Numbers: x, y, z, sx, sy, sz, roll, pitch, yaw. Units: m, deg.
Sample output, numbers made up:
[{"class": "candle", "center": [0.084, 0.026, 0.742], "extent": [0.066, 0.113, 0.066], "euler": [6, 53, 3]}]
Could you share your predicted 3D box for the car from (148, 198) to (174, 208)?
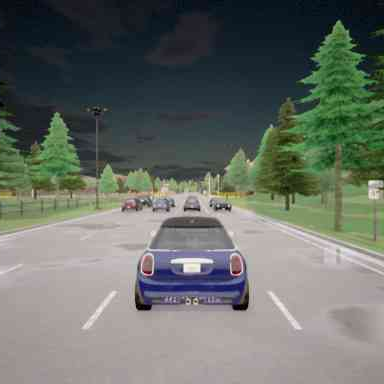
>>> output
[{"class": "car", "center": [-3.500, 1.536, 38.585], "extent": [2.033, 1.411, 5.357], "euler": [0, 0, 0]}]

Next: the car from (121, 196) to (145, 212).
[{"class": "car", "center": [-7.000, 1.514, 39.002], "extent": [1.812, 1.442, 4.674], "euler": [0, 0, 0]}]

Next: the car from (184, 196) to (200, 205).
[{"class": "car", "center": [0.000, 1.552, 38.969], "extent": [1.994, 1.385, 4.181], "euler": [0, 0, 0]}]

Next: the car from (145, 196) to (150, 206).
[{"class": "car", "center": [-7.000, 1.337, 48.975], "extent": [2.097, 1.767, 4.553], "euler": [0, 0, 0]}]

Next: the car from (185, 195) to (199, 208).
[{"class": "car", "center": [0.000, 1.337, 48.975], "extent": [2.097, 1.767, 4.553], "euler": [0, 0, 0]}]

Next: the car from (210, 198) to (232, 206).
[{"class": "car", "center": [3.500, 1.589, 39.032], "extent": [1.895, 1.301, 4.718], "euler": [0, 0, 0]}]

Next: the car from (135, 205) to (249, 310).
[{"class": "car", "center": [0.000, 1.350, 7.942], "extent": [2.097, 1.767, 4.553], "euler": [0, 0, 0]}]
